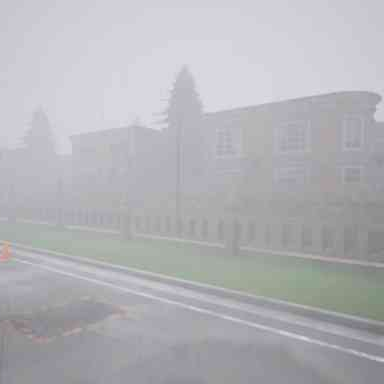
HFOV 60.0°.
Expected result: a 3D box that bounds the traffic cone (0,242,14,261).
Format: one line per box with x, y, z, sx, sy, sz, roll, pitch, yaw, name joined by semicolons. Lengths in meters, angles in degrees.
-6.095;1.938;10.928;0.340;0.580;0.340;1;0;37;traffic cone
